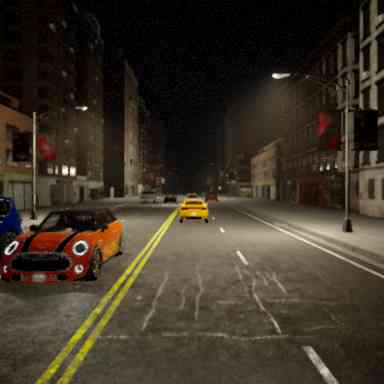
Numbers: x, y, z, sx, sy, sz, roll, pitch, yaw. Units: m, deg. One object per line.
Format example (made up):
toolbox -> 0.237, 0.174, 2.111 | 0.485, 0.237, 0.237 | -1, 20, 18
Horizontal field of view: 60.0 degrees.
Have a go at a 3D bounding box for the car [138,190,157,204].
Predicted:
car -> -6.524, 0.735, 50.340 | 2.150, 2.045, 5.566 | 0, 1, 0

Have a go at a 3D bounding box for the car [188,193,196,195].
car -> 0.078, 0.864, 75.371 | 1.895, 1.301, 4.718 | 0, 1, 0

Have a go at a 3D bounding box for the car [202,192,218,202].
car -> 3.411, 0.780, 59.242 | 2.097, 1.767, 4.553 | 0, 1, 0

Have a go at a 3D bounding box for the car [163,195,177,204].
car -> -3.271, 1.112, 50.624 | 1.895, 1.301, 4.718 | 0, 1, 0

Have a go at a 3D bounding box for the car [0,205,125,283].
car -> -3.339, 1.261, 9.494 | 2.097, 1.767, 4.553 | 0, 1, 0

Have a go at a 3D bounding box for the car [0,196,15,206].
car -> -6.592, 1.138, 8.641 | 2.150, 2.045, 5.566 | 0, 1, 0

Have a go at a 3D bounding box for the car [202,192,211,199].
car -> 3.330, 0.732, 76.923 | 1.882, 1.535, 5.008 | 0, 1, 0

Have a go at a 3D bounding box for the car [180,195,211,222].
car -> 0.127, 1.249, 23.834 | 1.882, 1.535, 5.008 | 0, 1, 0
